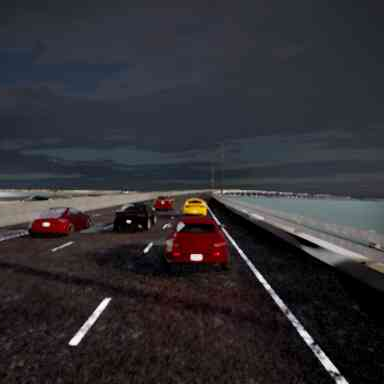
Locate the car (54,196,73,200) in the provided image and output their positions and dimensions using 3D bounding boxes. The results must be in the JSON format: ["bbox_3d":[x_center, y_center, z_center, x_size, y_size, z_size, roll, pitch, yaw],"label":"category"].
[{"bbox_3d":[-20.527,1.357,53.556,1.895,1.301,4.718,0,0,2],"label":"car"}]

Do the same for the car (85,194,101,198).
[{"bbox_3d":[-16.965,1.091,56.753,2.097,1.767,4.553,0,0,2],"label":"car"}]

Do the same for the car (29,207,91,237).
[{"bbox_3d":[-6.839,1.486,17.645,1.994,1.385,4.181,0,0,0],"label":"car"}]

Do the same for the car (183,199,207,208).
[{"bbox_3d":[0.255,1.348,28.857,1.882,1.535,5.008,0,0,1],"label":"car"}]

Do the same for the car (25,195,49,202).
[{"bbox_3d":[-24.066,1.244,51.735,1.882,1.535,5.008,0,0,2],"label":"car"}]

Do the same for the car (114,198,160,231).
[{"bbox_3d":[-3.321,1.388,20.045,1.882,1.535,5.008,0,0,0],"label":"car"}]

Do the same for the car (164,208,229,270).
[{"bbox_3d":[0.126,1.478,10.755,1.812,1.442,4.674,0,0,0],"label":"car"}]

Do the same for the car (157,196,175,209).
[{"bbox_3d":[-3.134,1.180,37.988,2.097,1.767,4.553,0,0,1],"label":"car"}]
